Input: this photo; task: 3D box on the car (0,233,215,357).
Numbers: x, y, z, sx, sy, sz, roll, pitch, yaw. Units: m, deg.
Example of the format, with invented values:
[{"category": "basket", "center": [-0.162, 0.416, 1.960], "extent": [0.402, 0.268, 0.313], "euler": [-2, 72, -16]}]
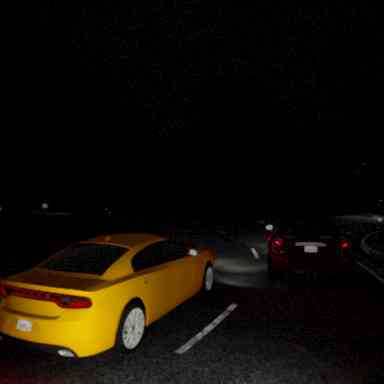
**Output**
[{"category": "car", "center": [-1.097, 1.530, 6.417], "extent": [1.882, 1.535, 5.008], "euler": [0, -1, 24]}]

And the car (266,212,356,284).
[{"category": "car", "center": [3.363, 1.437, 10.142], "extent": [2.097, 1.767, 4.553], "euler": [0, -1, 13]}]

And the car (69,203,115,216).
[{"category": "car", "center": [-10.599, 1.782, 35.076], "extent": [4.718, 1.301, 1.895], "euler": [0, 0, 20]}]

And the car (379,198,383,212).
[{"category": "car", "center": [18.047, 0.540, 27.167], "extent": [5.566, 2.045, 2.150], "euler": [-6, 1, -16]}]
